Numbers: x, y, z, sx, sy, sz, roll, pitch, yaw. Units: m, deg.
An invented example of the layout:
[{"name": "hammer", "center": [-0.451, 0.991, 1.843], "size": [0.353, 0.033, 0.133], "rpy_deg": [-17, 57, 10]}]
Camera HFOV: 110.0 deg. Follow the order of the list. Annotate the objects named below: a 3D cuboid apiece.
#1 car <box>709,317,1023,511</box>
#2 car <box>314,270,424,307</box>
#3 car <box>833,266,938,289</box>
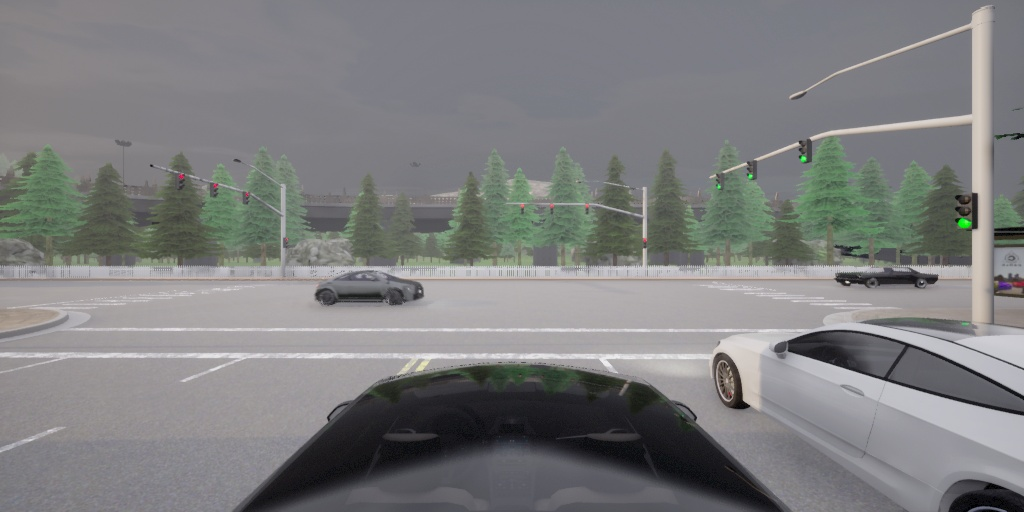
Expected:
[{"name": "car", "center": [3.657, 1.276, 3.168], "size": [1.812, 1.442, 4.674], "rpy_deg": [0, 0, 2]}, {"name": "car", "center": [-5.838, 1.294, 14.904], "size": [4.181, 1.385, 1.994], "rpy_deg": [0, 0, 0]}, {"name": "car", "center": [22.865, 1.295, 22.071], "size": [4.718, 1.301, 1.895], "rpy_deg": [0, 0, 0]}]
